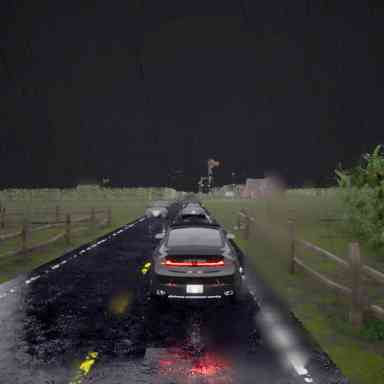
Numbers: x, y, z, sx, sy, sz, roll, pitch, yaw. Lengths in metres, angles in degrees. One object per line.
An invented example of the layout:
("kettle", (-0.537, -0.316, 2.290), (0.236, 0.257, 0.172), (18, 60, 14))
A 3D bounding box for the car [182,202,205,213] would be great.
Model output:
("car", (0.126, 1.581, 28.701), (1.994, 1.385, 4.181), (0, 0, 0))

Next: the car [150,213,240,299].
("car", (0.076, 1.506, 8.447), (1.837, 1.490, 4.892), (0, 0, 1))

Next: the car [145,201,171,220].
("car", (-2.804, 1.508, 28.407), (2.128, 1.511, 4.902), (0, 0, 0))
